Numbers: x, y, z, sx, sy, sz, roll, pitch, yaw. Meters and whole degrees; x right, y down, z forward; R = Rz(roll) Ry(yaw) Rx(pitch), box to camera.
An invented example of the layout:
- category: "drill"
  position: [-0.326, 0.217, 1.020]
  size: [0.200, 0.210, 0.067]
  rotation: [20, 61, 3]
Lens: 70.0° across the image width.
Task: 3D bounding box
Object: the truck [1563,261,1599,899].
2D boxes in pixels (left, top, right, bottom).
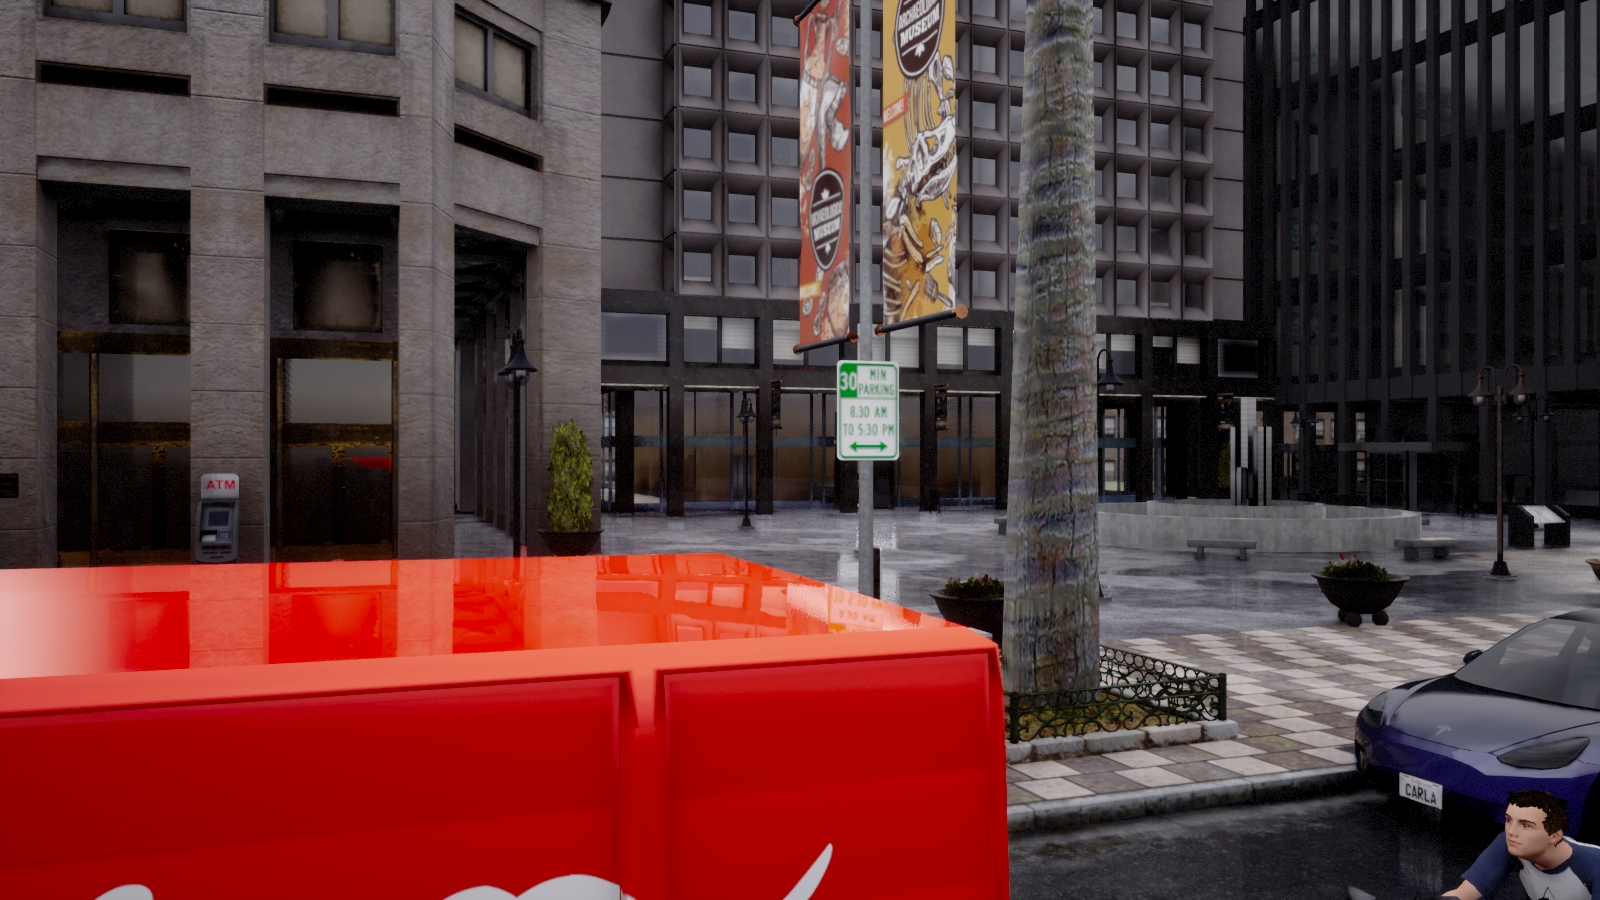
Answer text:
- category: "truck"
  position: [8.736, 0.895, 6.469]
  size: [8.468, 3.827, 2.891]
  rotation: [0, 0, -20]

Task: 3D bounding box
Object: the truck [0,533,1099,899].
- category: "truck"
  position: [-2.337, 1.568, 2.464]
  size: [5.204, 2.467, 2.627]
  rotation: [0, 0, -20]
